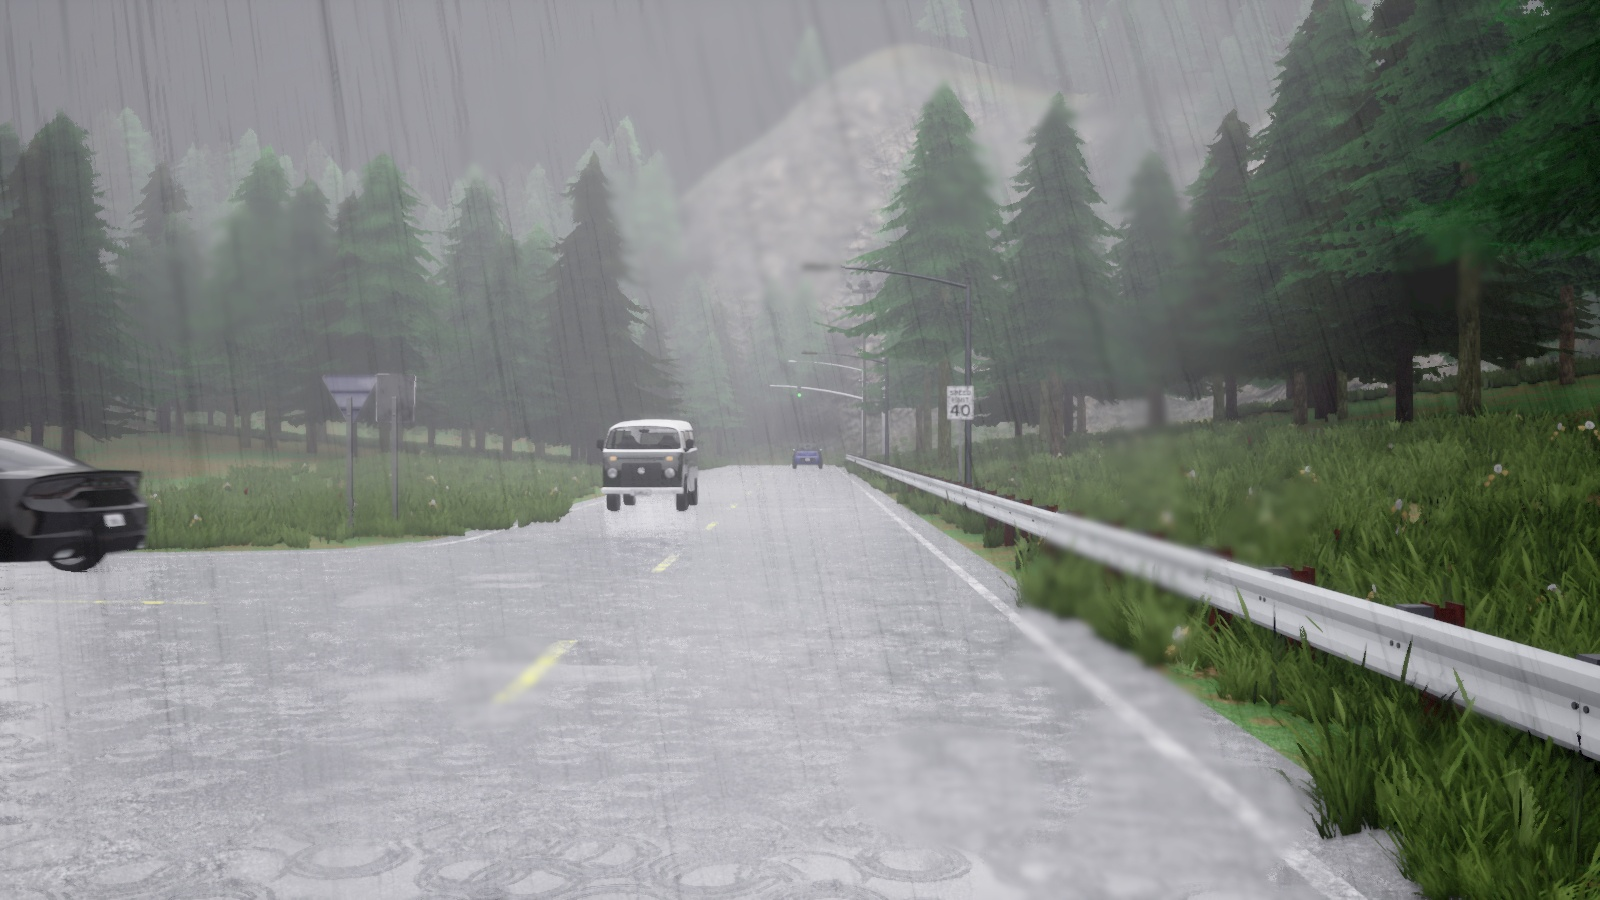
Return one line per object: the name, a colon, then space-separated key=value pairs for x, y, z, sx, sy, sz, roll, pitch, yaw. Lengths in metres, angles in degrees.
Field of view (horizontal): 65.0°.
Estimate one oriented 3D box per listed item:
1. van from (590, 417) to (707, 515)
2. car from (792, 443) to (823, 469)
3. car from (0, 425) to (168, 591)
van: x=-3.320 y=0.304 z=28.407 sx=2.069 sy=2.038 sz=4.480 roll=0 pitch=1 yaw=0
car: x=0.444 y=0.341 z=74.239 sx=1.816 sy=1.474 sz=4.193 roll=0 pitch=0 yaw=0
car: x=-9.372 y=0.515 z=12.806 sx=5.008 sy=1.535 sz=1.882 roll=0 pitch=0 yaw=7
